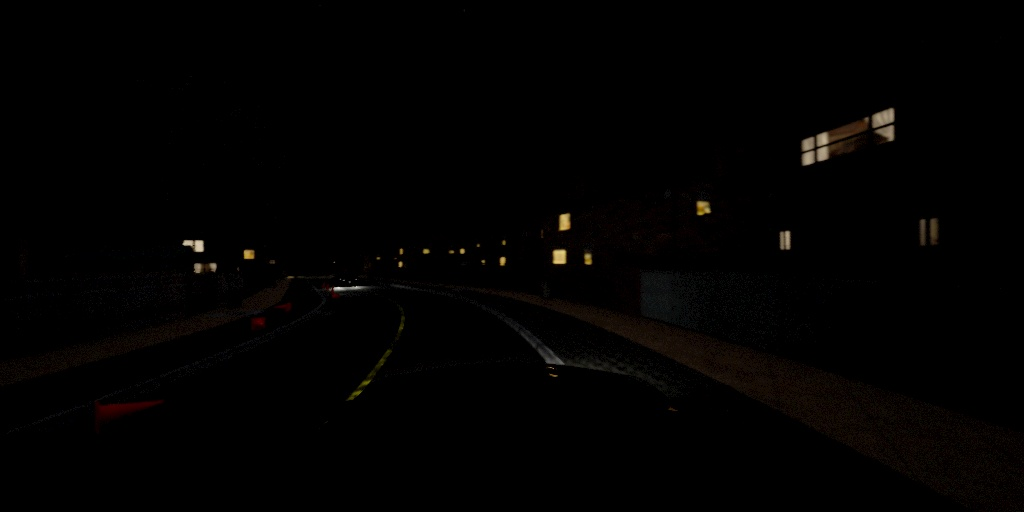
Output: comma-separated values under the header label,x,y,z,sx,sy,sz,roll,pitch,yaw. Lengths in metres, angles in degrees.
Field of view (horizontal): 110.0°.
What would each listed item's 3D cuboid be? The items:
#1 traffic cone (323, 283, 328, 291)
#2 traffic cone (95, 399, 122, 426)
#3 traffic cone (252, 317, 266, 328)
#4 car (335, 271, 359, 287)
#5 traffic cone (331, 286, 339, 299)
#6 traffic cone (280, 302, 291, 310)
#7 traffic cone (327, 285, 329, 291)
label,x,y,z,sx,sy,sz,roll,pitch,yaw
traffic cone,-15.457,2.597,30.086,0.340,0.580,0.340,0,0,-31
traffic cone,-4.952,1.630,4.274,0.340,0.580,0.340,0,0,38
traffic cone,-7.154,1.618,10.136,0.340,0.580,0.340,0,0,-45
car,-16.977,2.345,36.777,1.837,1.490,4.892,0,-2,-32
traffic cone,-10.375,2.088,21.130,0.340,0.580,0.340,0,0,-30
traffic cone,-8.836,1.735,14.204,0.340,0.580,0.340,0,0,-5
traffic cone,-12.893,2.432,25.794,0.340,0.580,0.340,0,0,-31
